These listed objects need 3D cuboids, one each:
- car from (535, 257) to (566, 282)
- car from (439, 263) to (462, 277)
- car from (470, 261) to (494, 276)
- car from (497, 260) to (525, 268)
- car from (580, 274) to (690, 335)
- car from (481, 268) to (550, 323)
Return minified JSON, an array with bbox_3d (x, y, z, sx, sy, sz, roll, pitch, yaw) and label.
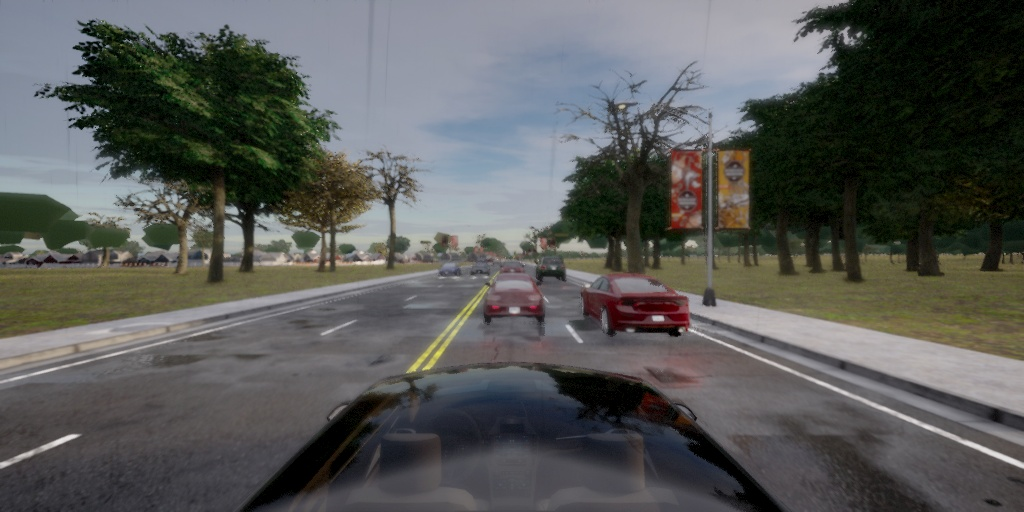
[{"bbox_3d":[3.280,1.090,30.831,2.150,2.045,5.566,0,0,0],"label":"car"},{"bbox_3d":[-6.680,1.450,38.968,1.812,1.442,4.674,0,0,0],"label":"car"},{"bbox_3d":[-3.428,1.491,39.454,1.994,1.385,4.181,0,0,0],"label":"car"},{"bbox_3d":[0.026,1.225,31.483,2.097,1.767,4.553,0,0,0],"label":"car"},{"bbox_3d":[3.308,1.253,10.576,1.882,1.535,5.008,0,0,0],"label":"car"},{"bbox_3d":[0.059,1.307,12.077,1.812,1.442,4.674,0,0,0],"label":"car"}]
